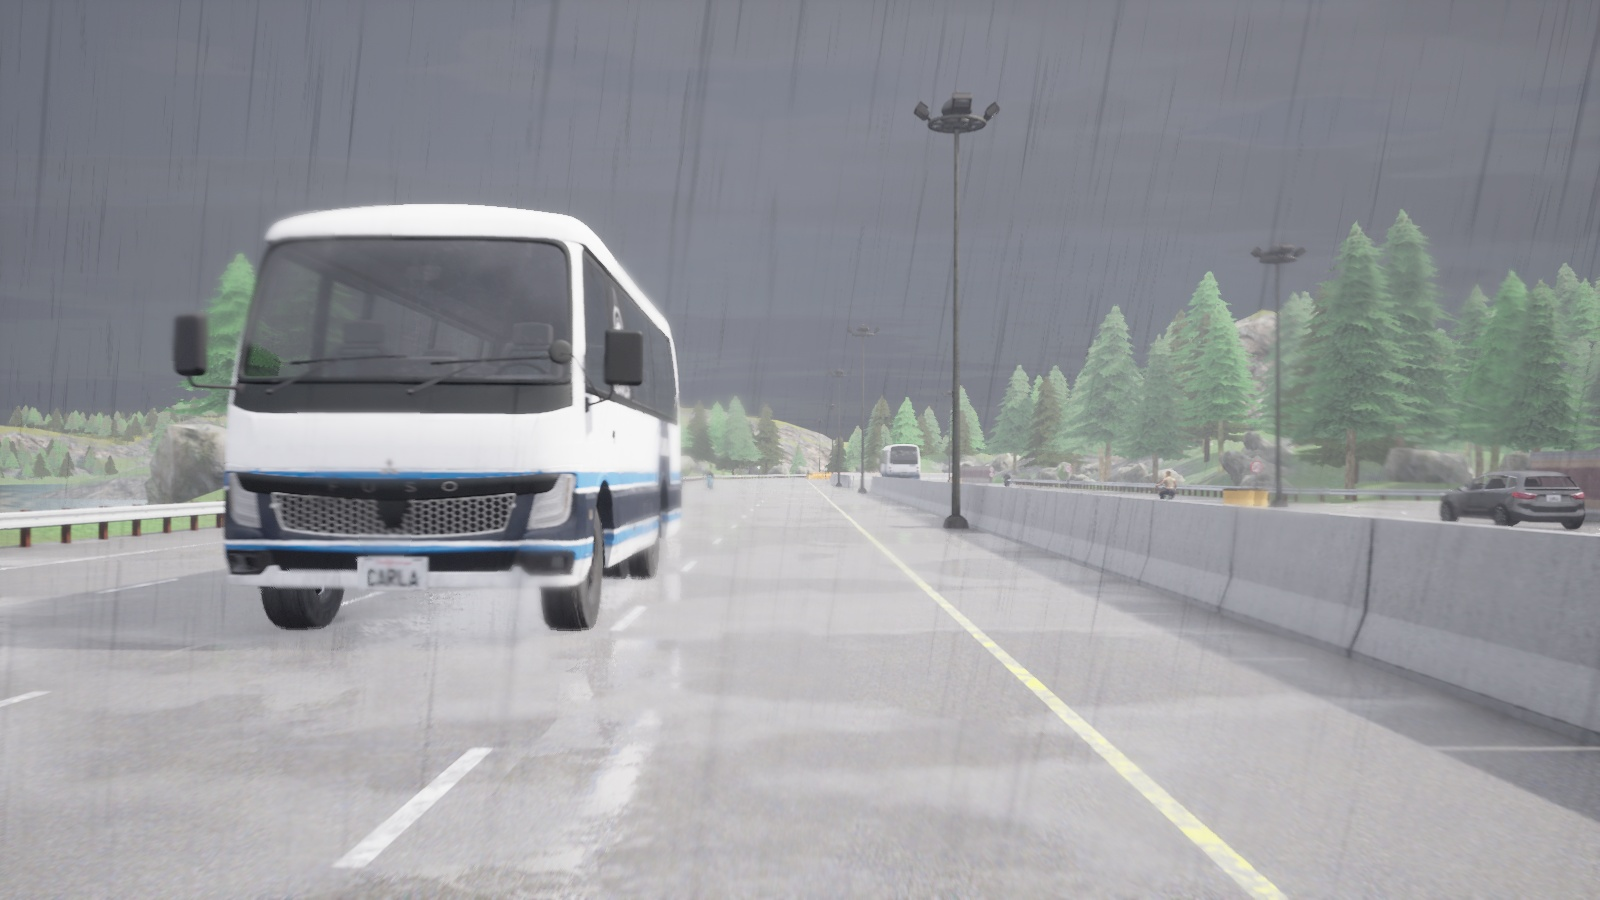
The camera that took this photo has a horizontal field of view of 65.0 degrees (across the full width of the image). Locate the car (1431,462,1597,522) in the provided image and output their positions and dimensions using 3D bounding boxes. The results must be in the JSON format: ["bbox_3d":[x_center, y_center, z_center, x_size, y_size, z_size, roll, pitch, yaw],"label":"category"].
[{"bbox_3d":[20.914,1.195,37.048,2.242,1.667,4.611,0,-1,0],"label":"car"}]

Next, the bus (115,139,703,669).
[{"bbox_3d":[-3.542,-0.293,15.250,3.944,4.253,10.273,0,-1,0],"label":"bus"}]
